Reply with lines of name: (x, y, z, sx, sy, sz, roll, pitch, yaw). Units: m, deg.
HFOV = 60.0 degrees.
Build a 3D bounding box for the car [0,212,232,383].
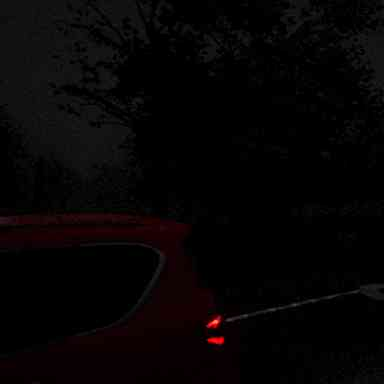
car: (-2.304, 1.203, 1.860, 5.566, 2.045, 2.150, 0, 0, -35)
